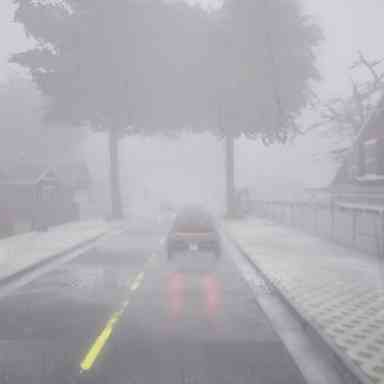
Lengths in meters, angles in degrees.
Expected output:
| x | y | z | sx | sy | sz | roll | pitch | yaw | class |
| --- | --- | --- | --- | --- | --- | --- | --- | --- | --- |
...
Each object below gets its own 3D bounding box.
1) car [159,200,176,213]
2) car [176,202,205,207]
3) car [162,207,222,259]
| x | y | z | sx | sy | sz | roll | pitch | yaw | class |
| --- | --- | --- | --- | --- | --- | --- | --- | --- | --- |
| -2.820 | 1.675 | 39.640 | 1.882 | 1.535 | 5.008 | 0 | 0 | 0 | car |
| 0.070 | 1.612 | 27.780 | 2.128 | 1.511 | 4.902 | 0 | 0 | 0 | car |
| 0.068 | 1.534 | 12.765 | 2.128 | 1.511 | 4.902 | 0 | 0 | 0 | car |
